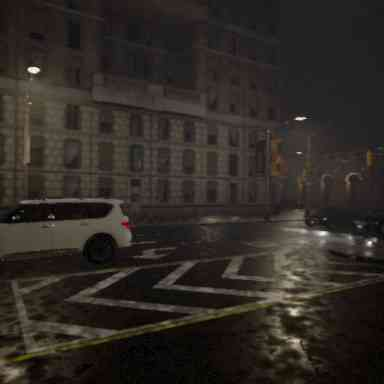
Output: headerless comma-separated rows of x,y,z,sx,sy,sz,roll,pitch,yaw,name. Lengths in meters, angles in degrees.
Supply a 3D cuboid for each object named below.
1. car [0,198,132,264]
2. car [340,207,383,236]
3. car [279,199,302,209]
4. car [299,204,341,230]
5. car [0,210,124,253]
-4.667,1.205,10.445,5.566,2.045,2.150,1,0,-31,car
11.573,1.723,20.011,4.902,1.511,2.128,1,0,-31,car
15.354,1.924,52.354,1.837,1.490,4.892,1,0,-31,car
9.941,1.754,23.111,4.674,1.442,1.812,1,0,-31,car
-5.756,1.534,13.884,5.357,1.411,2.033,1,0,-31,car
